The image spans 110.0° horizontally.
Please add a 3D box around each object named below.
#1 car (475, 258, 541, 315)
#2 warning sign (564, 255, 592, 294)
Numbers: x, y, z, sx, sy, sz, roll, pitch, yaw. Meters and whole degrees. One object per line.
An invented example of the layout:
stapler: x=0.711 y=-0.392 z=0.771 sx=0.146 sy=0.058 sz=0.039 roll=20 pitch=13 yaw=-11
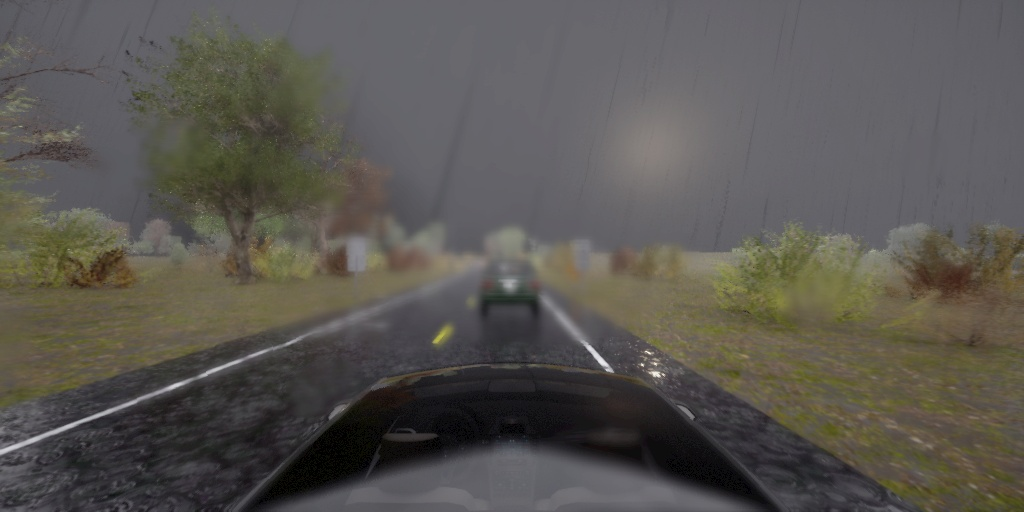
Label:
car: x=-0.074 y=1.096 z=14.463 sx=2.150 sy=2.045 sz=5.566 roll=0 pitch=0 yaw=-1
warning sign: x=3.394 y=1.028 z=19.131 sx=1.300 sy=1.860 sz=1.060 roll=0 pitch=0 yaw=-1
